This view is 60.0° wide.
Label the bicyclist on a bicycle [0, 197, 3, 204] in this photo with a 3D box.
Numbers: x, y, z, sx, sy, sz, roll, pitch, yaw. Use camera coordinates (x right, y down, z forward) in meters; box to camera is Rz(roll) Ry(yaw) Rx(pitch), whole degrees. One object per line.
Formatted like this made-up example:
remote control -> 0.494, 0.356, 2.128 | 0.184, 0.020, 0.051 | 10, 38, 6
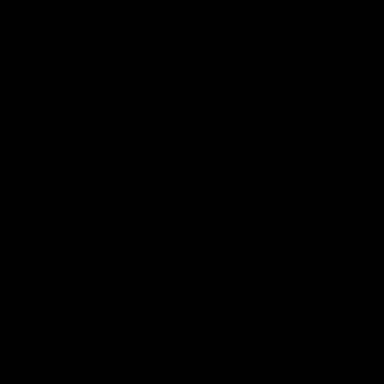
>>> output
bicyclist on a bicycle -> -41.434, 1.800, 71.940 | 0.866, 1.612, 1.509 | 3, -1, -6
